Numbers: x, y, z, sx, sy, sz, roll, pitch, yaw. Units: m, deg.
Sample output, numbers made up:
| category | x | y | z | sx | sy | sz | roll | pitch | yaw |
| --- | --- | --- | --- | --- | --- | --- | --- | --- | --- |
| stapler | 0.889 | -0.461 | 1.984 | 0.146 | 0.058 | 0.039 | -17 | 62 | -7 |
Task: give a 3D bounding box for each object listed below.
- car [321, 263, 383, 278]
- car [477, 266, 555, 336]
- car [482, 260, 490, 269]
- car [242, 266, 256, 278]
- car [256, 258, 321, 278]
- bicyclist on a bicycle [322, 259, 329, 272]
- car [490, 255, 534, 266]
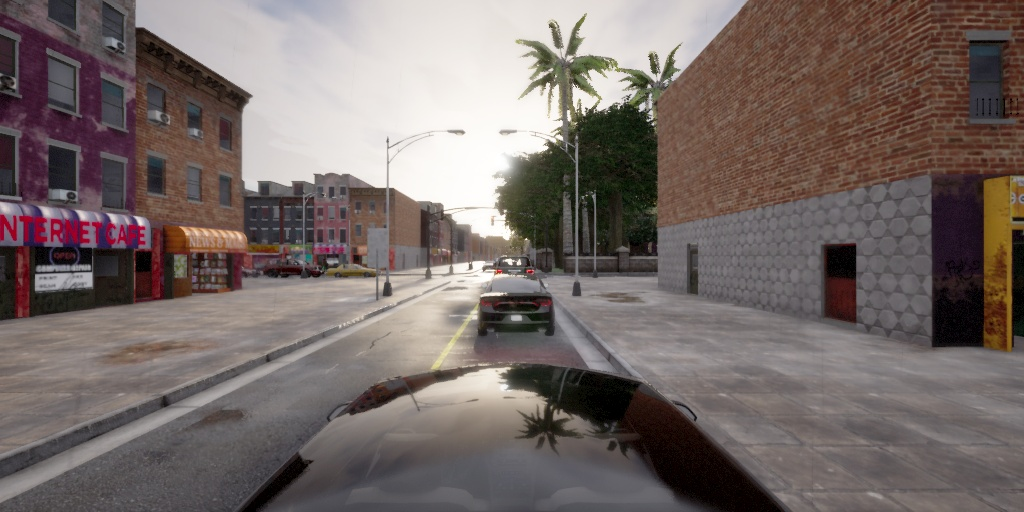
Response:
| category | x | y | z | sx | sy | sz | roll | pitch | yaw |
| --- | --- | --- | --- | --- | --- | --- | --- | --- | --- |
| car | -14.443 | 1.324 | 32.994 | 4.829 | 1.417 | 1.751 | 0 | 0 | 0 |
| car | 0.098 | 1.230 | 10.449 | 1.882 | 1.535 | 5.008 | 0 | 0 | 0 |
| car | -2.862 | 1.316 | 47.862 | 1.812 | 1.442 | 4.674 | 0 | 0 | 0 |
| car | -25.516 | 1.409 | 32.980 | 4.207 | 1.307 | 1.802 | 0 | 0 | 0 |
| car | -20.064 | 1.127 | 32.987 | 5.009 | 1.841 | 2.192 | 0 | 0 | 0 |
| bicyclist on a bicycle | -20.147 | 1.124 | 38.633 | 0.582 | 1.620 | 1.656 | 0 | 0 | 0 |
| car | 0.100 | 0.980 | 20.418 | 2.150 | 2.045 | 5.566 | 0 | 0 | -1 |
